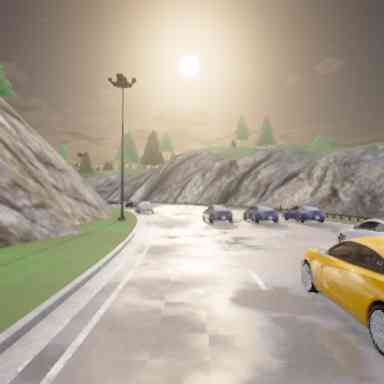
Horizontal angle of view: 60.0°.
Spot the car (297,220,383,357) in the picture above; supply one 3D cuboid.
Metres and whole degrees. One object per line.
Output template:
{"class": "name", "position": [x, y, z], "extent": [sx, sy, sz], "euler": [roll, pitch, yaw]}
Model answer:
{"class": "car", "position": [3.565, 1.533, 6.064], "extent": [1.882, 1.535, 5.008], "euler": [0, 0, 0]}

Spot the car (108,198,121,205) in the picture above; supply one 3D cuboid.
{"class": "car", "position": [-16.200, 2.007, 69.637], "extent": [1.812, 1.442, 4.674], "euler": [0, -1, -31]}

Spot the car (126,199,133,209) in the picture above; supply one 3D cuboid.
{"class": "car", "position": [-9.917, 2.001, 56.844], "extent": [2.128, 1.511, 4.902], "euler": [0, -1, -25]}

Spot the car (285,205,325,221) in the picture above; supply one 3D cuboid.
{"class": "car", "position": [9.087, 1.770, 27.212], "extent": [1.812, 1.442, 4.674], "euler": [0, -1, -8]}

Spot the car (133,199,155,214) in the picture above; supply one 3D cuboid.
{"class": "car", "position": [-5.943, 1.901, 41.719], "extent": [1.812, 1.442, 4.674], "euler": [0, -1, -16]}

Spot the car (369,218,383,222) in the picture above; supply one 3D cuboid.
{"class": "car", "position": [6.940, 1.632, 11.804], "extent": [1.812, 1.442, 4.674], "euler": [0, -1, -2]}

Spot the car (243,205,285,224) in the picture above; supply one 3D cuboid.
{"class": "car", "position": [5.560, 1.770, 27.157], "extent": [1.812, 1.442, 4.674], "euler": [0, -1, -8]}

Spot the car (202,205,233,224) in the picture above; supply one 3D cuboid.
{"class": "car", "position": [2.038, 1.769, 27.110], "extent": [1.812, 1.442, 4.674], "euler": [0, -1, -8]}
